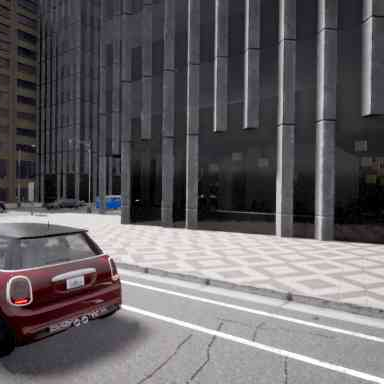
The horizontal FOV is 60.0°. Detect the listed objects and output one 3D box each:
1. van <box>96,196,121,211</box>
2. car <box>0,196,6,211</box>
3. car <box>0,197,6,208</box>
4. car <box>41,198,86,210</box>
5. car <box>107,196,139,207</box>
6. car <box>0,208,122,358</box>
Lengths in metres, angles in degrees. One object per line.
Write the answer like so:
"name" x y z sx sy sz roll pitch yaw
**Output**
"van" -9.659 1.338 40.257 1.690 1.788 3.998 1 1 36
"car" -22.942 1.323 36.421 1.967 1.590 4.097 1 1 36
"car" -21.514 1.277 33.773 2.097 1.767 4.553 1 1 35
"car" -15.924 1.460 41.595 2.033 1.411 5.357 1 1 36
"car" -10.176 1.427 49.564 1.812 1.442 4.674 1 1 36
"car" -3.451 1.349 6.140 4.553 1.767 2.097 0 0 35
